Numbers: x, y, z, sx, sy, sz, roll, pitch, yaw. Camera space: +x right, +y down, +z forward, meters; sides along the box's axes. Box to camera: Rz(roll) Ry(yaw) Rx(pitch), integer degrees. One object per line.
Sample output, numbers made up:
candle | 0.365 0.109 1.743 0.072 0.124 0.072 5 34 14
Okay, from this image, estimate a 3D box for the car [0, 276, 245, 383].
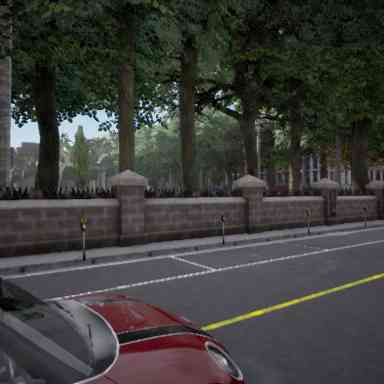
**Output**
car | -1.729 1.347 2.201 4.553 1.767 2.097 0 0 -35
